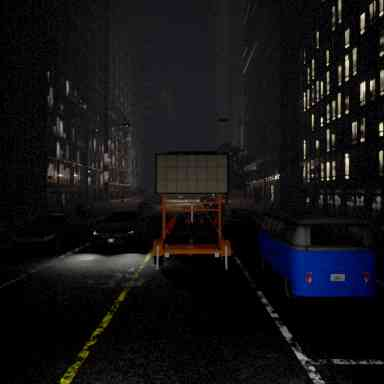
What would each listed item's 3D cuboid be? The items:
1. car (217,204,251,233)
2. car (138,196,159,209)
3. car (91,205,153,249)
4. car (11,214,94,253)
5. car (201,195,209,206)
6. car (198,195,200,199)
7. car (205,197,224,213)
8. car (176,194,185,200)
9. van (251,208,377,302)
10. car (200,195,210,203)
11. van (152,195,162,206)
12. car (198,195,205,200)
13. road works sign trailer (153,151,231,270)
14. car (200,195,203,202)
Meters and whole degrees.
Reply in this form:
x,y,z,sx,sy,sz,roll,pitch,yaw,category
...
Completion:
x,y,z,sx,sy,sz,roll,pitch,yaw,category
2.688,1.581,19.368,1.802,1.307,4.206,0,0,0,car
-5.694,1.548,42.141,2.008,1.369,4.403,0,0,0,car
-3.001,1.525,14.652,1.812,1.442,4.674,0,0,0,car
-5.692,1.582,13.678,1.802,1.307,4.206,0,0,0,car
2.686,1.544,47.831,2.008,1.369,4.403,0,0,0,car
2.685,1.410,64.908,1.967,1.590,4.097,0,0,0,car
2.687,1.581,36.446,1.802,1.307,4.206,0,0,0,car
-3.009,1.125,90.970,2.150,2.045,5.566,0,0,0,car
2.689,1.341,7.984,1.690,1.788,3.998,0,0,0,van
2.685,1.401,70.600,1.967,1.590,4.097,0,0,0,car
-5.694,1.328,53.526,1.690,1.788,3.998,0,0,0,van
2.683,1.462,93.371,1.887,1.381,4.507,0,0,0,car
-0.001,0.464,11.003,2.380,3.560,2.880,0,0,0,road works sign trailer
2.686,1.538,53.523,2.008,1.369,4.403,0,0,0,car
